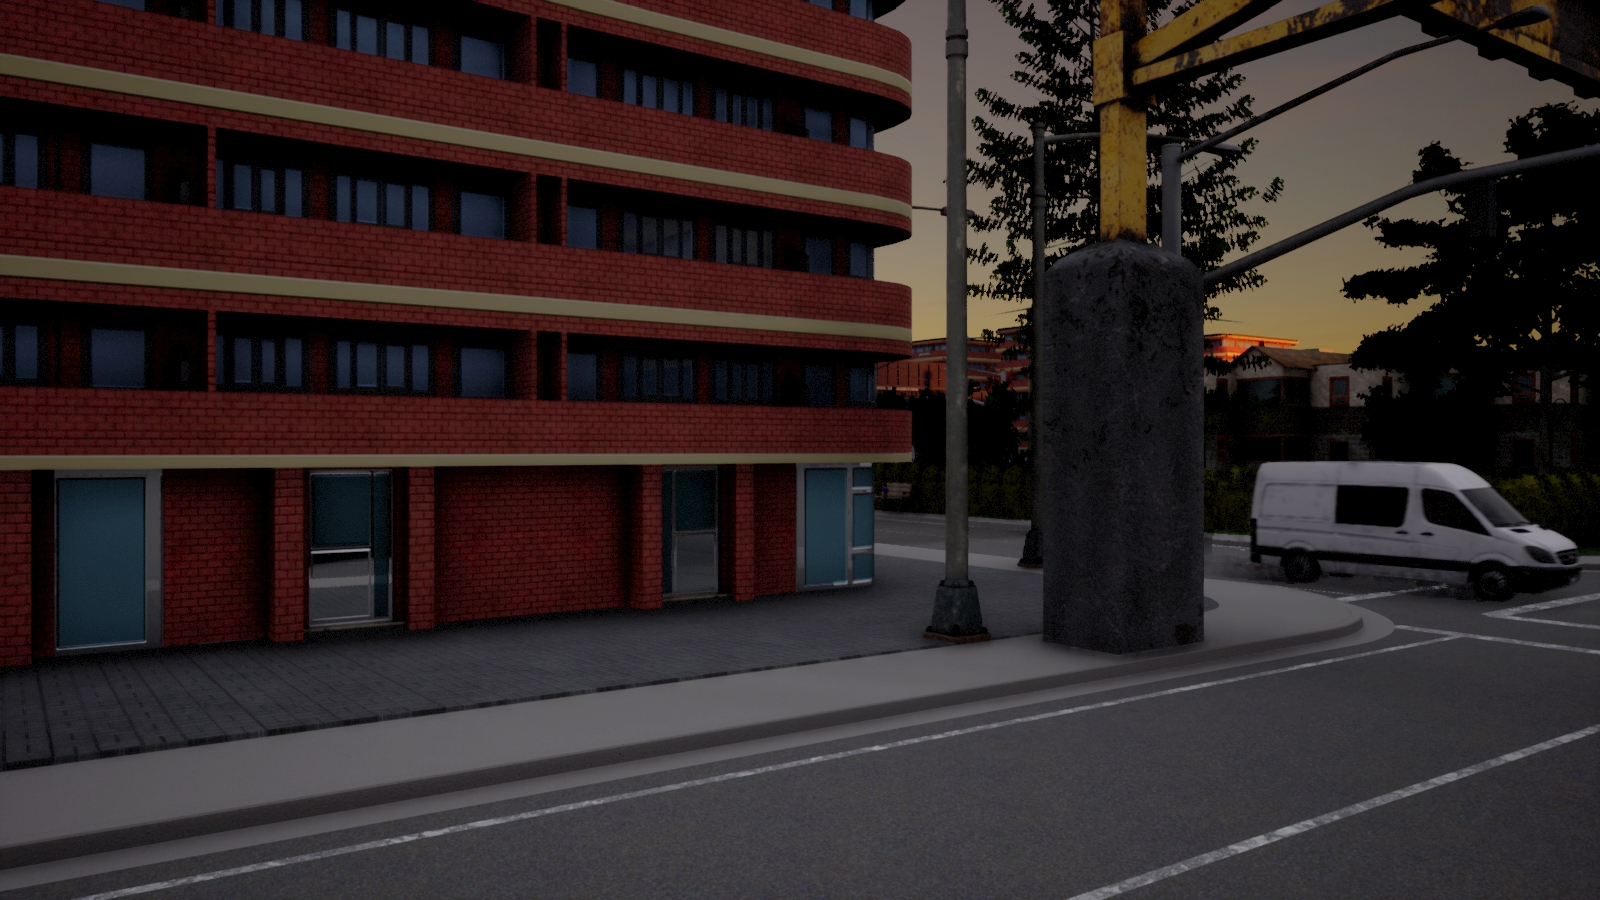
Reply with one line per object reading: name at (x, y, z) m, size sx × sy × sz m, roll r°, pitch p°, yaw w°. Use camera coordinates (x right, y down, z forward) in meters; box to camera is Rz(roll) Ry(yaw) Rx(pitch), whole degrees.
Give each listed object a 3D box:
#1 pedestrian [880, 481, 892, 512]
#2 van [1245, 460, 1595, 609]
pedestrian at (3.674, 1.967, 48.787) m, size 0.375 × 1.300 × 0.375 m, roll 0°, pitch 0°, yaw -39°
van at (12.284, 1.523, 23.117) m, size 1.988 × 2.561 × 5.915 m, roll -1°, pitch 0°, yaw -39°
